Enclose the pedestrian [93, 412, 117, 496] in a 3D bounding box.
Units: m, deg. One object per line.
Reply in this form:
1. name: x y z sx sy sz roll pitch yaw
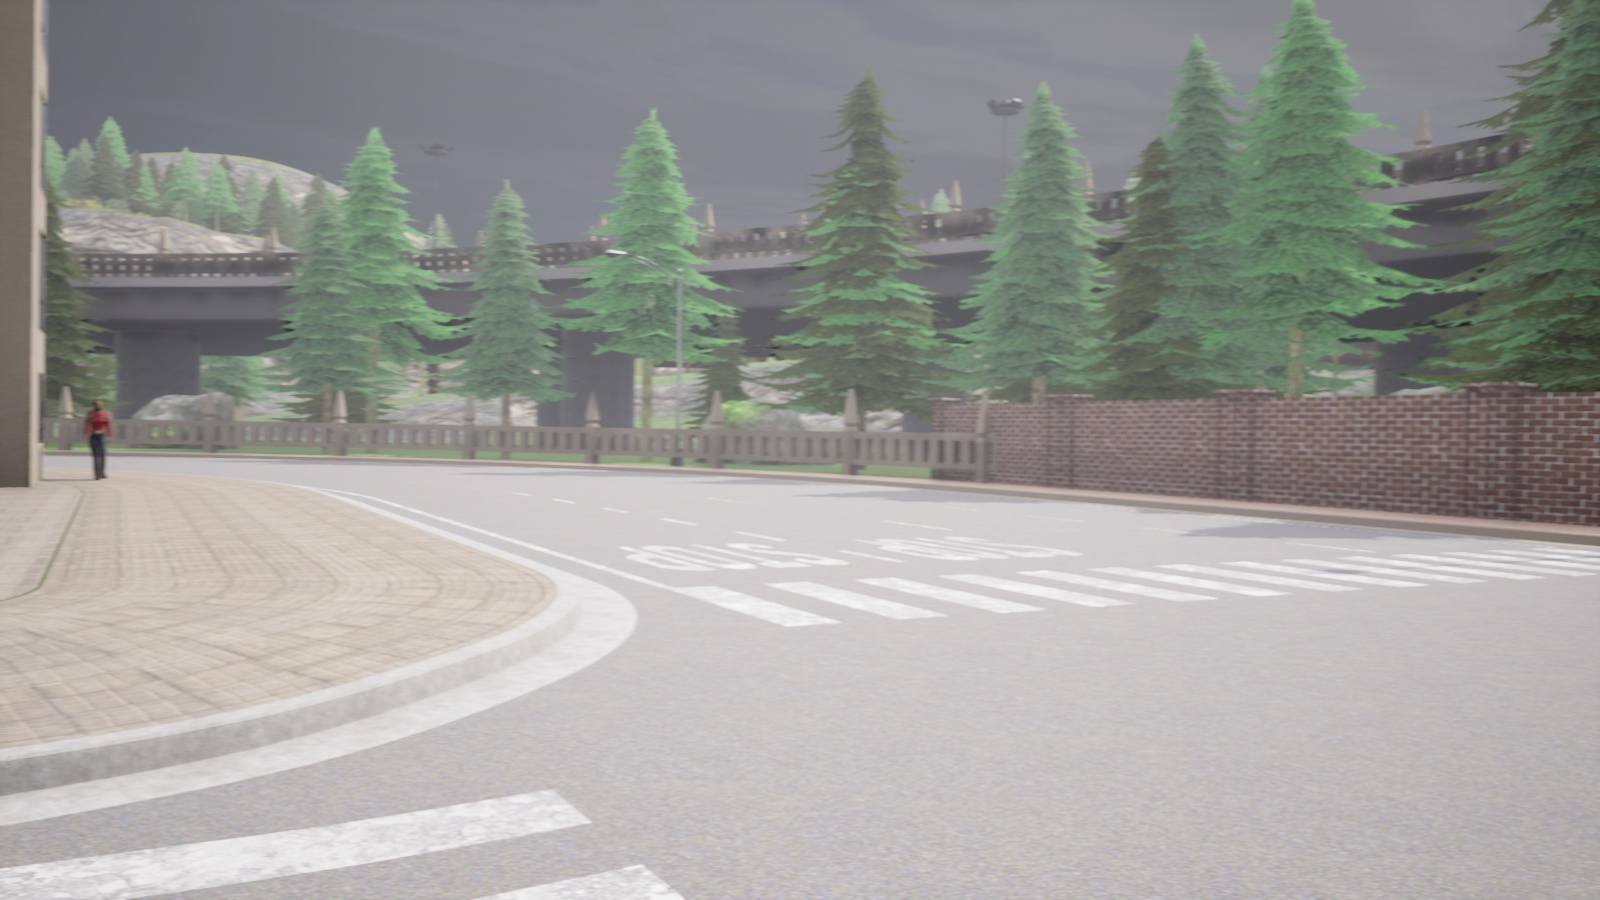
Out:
1. pedestrian: -15.446 0.082 27.901 0.331 1.846 0.636 -1 1 -39
